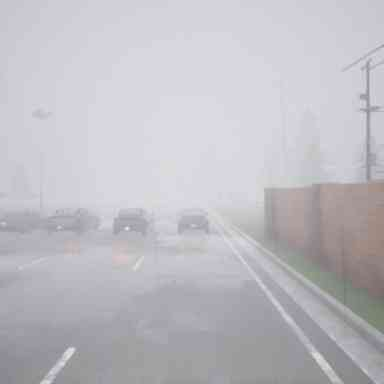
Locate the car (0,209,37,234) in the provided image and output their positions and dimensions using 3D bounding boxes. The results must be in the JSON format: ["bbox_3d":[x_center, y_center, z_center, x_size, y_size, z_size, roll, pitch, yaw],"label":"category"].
[{"bbox_3d":[-10.403,1.754,20.436,1.994,1.385,4.181,0,-1,0],"label":"car"}]

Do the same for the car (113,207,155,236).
[{"bbox_3d":[-3.403,1.690,19.870,1.837,1.490,4.892,0,-1,0],"label":"car"}]

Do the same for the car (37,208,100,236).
[{"bbox_3d":[-6.903,1.675,19.784,2.128,1.511,4.902,0,-1,0],"label":"car"}]

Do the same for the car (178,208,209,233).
[{"bbox_3d":[0.083,1.719,20.802,1.812,1.442,4.674,0,-1,0],"label":"car"}]
